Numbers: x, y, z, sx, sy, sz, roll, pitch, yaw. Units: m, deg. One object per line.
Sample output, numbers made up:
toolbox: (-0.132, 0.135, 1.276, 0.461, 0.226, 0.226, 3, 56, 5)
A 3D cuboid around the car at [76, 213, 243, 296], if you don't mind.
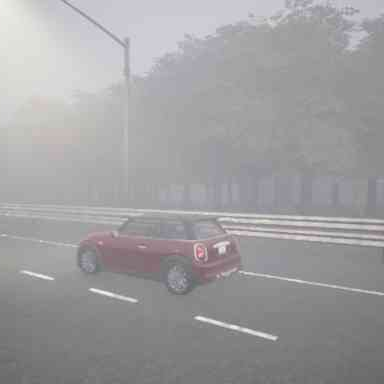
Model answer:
car: (-1.034, 1.353, 8.904, 4.553, 1.767, 2.097, 0, 0, 35)
